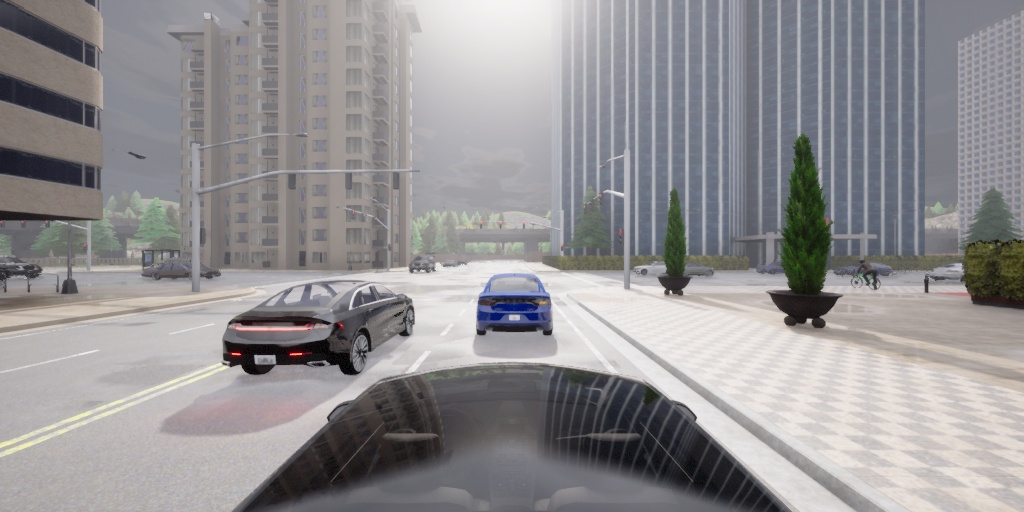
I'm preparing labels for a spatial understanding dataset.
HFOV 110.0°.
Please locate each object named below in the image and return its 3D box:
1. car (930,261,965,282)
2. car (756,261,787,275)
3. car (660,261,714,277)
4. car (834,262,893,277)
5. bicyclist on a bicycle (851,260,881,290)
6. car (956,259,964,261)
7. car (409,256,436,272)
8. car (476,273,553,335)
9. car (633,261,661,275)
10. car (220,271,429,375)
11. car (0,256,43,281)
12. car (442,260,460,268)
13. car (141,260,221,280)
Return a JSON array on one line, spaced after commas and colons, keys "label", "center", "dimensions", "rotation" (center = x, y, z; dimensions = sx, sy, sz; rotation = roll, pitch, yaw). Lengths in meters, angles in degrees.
[{"label": "car", "center": [34.884, 1.275, 27.385], "dimensions": [4.674, 1.442, 1.812], "rotation": [0, 0, -1]}, {"label": "car", "center": [28.516, 1.276, 37.990], "dimensions": [4.674, 1.442, 1.812], "rotation": [0, 0, 0]}, {"label": "car", "center": [16.993, 1.314, 34.382], "dimensions": [4.181, 1.385, 1.994], "rotation": [0, 0, -1]}, {"label": "car", "center": [33.805, 1.276, 34.543], "dimensions": [4.674, 1.442, 1.812], "rotation": [0, 0, -1]}, {"label": "bicyclist on a bicycle", "center": [19.632, 1.051, 19.926], "dimensions": [0.582, 1.620, 1.656], "rotation": [0, 0, -1]}, {"label": "car", "center": [48.319, 1.099, 38.119], "dimensions": [4.553, 1.767, 2.097], "rotation": [0, 0, 0]}, {"label": "car", "center": [-10.619, 0.974, 42.875], "dimensions": [2.150, 2.045, 5.566], "rotation": [0, 0, 0]}, {"label": "car", "center": [0.071, 1.228, 10.493], "dimensions": [1.882, 1.535, 5.008], "rotation": [0, 0, 0]}, {"label": "car", "center": [15.190, 1.276, 37.863], "dimensions": [4.674, 1.442, 1.812], "rotation": [0, 0, -1]}, {"label": "car", "center": [-3.446, 1.242, 7.455], "dimensions": [2.128, 1.511, 4.902], "rotation": [0, 0, 0]}, {"label": "car", "center": [-43.169, 0.973, 30.085], "dimensions": [5.566, 2.045, 2.150], "rotation": [0, 0, 0]}, {"label": "car", "center": [-10.608, 1.313, 61.483], "dimensions": [1.994, 1.385, 4.181], "rotation": [0, 0, 0]}, {"label": "car", "center": [-27.823, 1.297, 30.204], "dimensions": [5.357, 1.411, 2.033], "rotation": [0, 0, -1]}]
